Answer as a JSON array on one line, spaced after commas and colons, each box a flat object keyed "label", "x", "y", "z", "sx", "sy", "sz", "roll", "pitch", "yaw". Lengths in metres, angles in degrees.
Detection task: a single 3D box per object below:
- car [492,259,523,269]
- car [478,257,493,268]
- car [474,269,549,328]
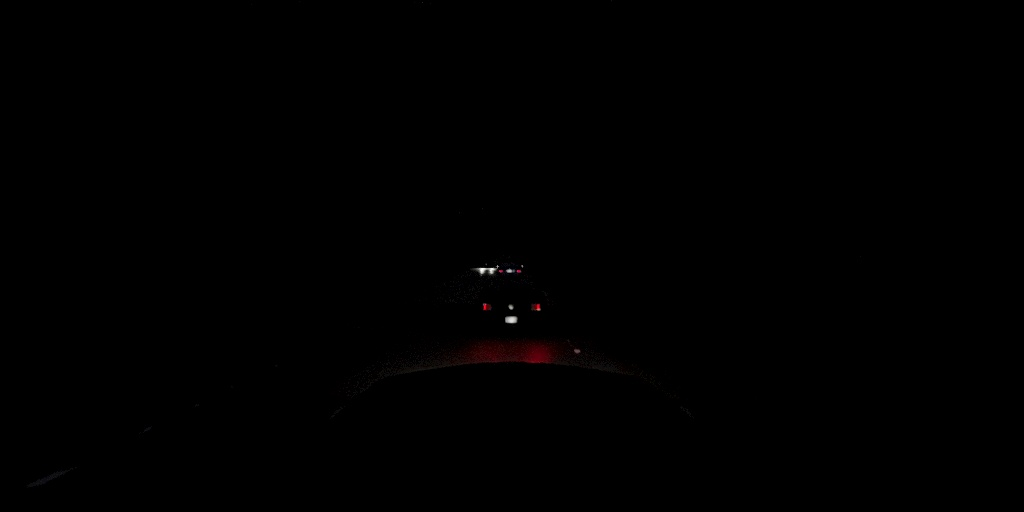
[{"label": "car", "x": -0.147, "y": 1.042, "z": 26.678, "sx": 2.033, "sy": 1.411, "sz": 5.357, "roll": 0, "pitch": 1, "yaw": 0}, {"label": "car", "x": -3.221, "y": 0.836, "z": 46.654, "sx": 1.994, "sy": 1.385, "sz": 4.181, "roll": 0, "pitch": 1, "yaw": 0}, {"label": "car", "x": -0.017, "y": 1.257, "z": 11.024, "sx": 1.895, "sy": 1.301, "sz": 4.718, "roll": 0, "pitch": 1, "yaw": 0}]
